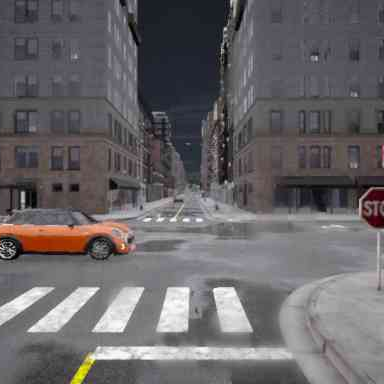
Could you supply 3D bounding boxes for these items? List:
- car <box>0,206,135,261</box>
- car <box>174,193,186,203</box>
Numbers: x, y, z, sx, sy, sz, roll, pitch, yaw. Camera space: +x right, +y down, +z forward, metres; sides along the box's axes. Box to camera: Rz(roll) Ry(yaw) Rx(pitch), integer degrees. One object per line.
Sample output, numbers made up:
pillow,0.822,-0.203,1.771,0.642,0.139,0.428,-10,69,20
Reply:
car,-4.356,1.360,11.769,4.553,1.767,2.097,0,0,0
car,-2.759,1.503,68.856,1.882,1.535,5.008,0,0,0
